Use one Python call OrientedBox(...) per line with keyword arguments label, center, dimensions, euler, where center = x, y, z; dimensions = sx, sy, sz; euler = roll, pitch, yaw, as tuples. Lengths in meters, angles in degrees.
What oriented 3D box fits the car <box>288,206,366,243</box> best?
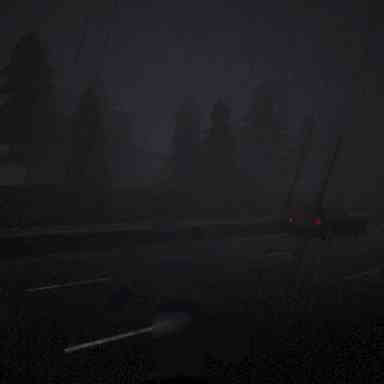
OrientedBox(label="car", center=(7.160, 1.519, 17.447), dimensions=(4.553, 1.767, 2.097), euler=(1, 0, -35))
